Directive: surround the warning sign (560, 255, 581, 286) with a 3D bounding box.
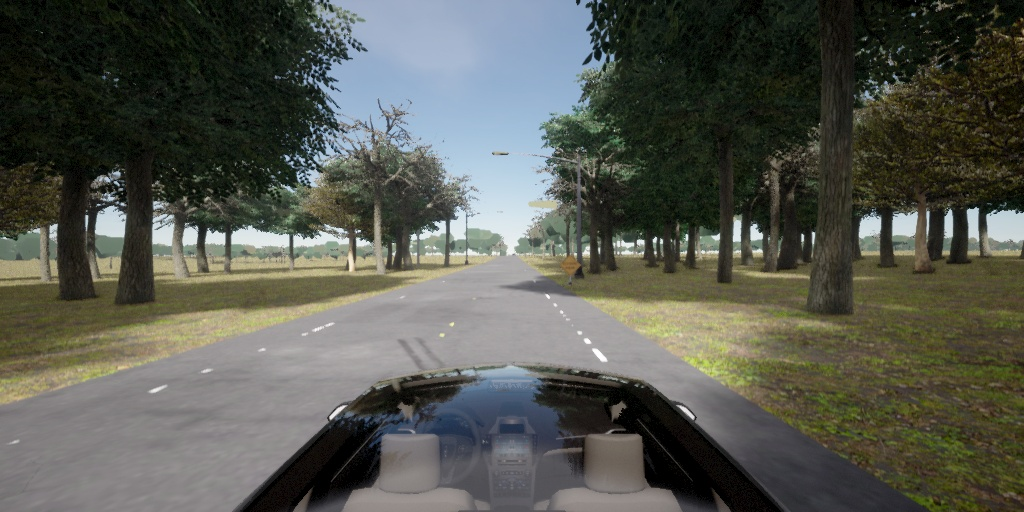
[{"bbox_3d":[3.550,0.850,21.846,1.300,1.860,1.060,0,0,0],"label":"warning sign"}]
